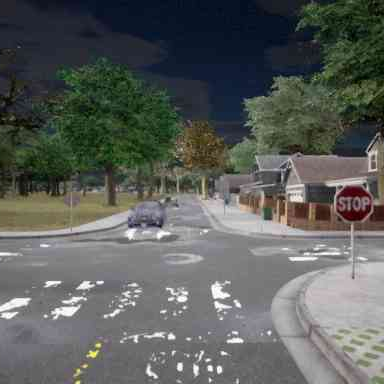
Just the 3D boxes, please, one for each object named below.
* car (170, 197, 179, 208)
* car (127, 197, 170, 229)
[{"bbox_3d":[-2.830,1.378,45.520,1.812,1.442,4.674,0,0,0],"label":"car"},{"bbox_3d":[-2.787,1.322,21.453,2.097,1.767,4.553,0,0,0],"label":"car"}]
